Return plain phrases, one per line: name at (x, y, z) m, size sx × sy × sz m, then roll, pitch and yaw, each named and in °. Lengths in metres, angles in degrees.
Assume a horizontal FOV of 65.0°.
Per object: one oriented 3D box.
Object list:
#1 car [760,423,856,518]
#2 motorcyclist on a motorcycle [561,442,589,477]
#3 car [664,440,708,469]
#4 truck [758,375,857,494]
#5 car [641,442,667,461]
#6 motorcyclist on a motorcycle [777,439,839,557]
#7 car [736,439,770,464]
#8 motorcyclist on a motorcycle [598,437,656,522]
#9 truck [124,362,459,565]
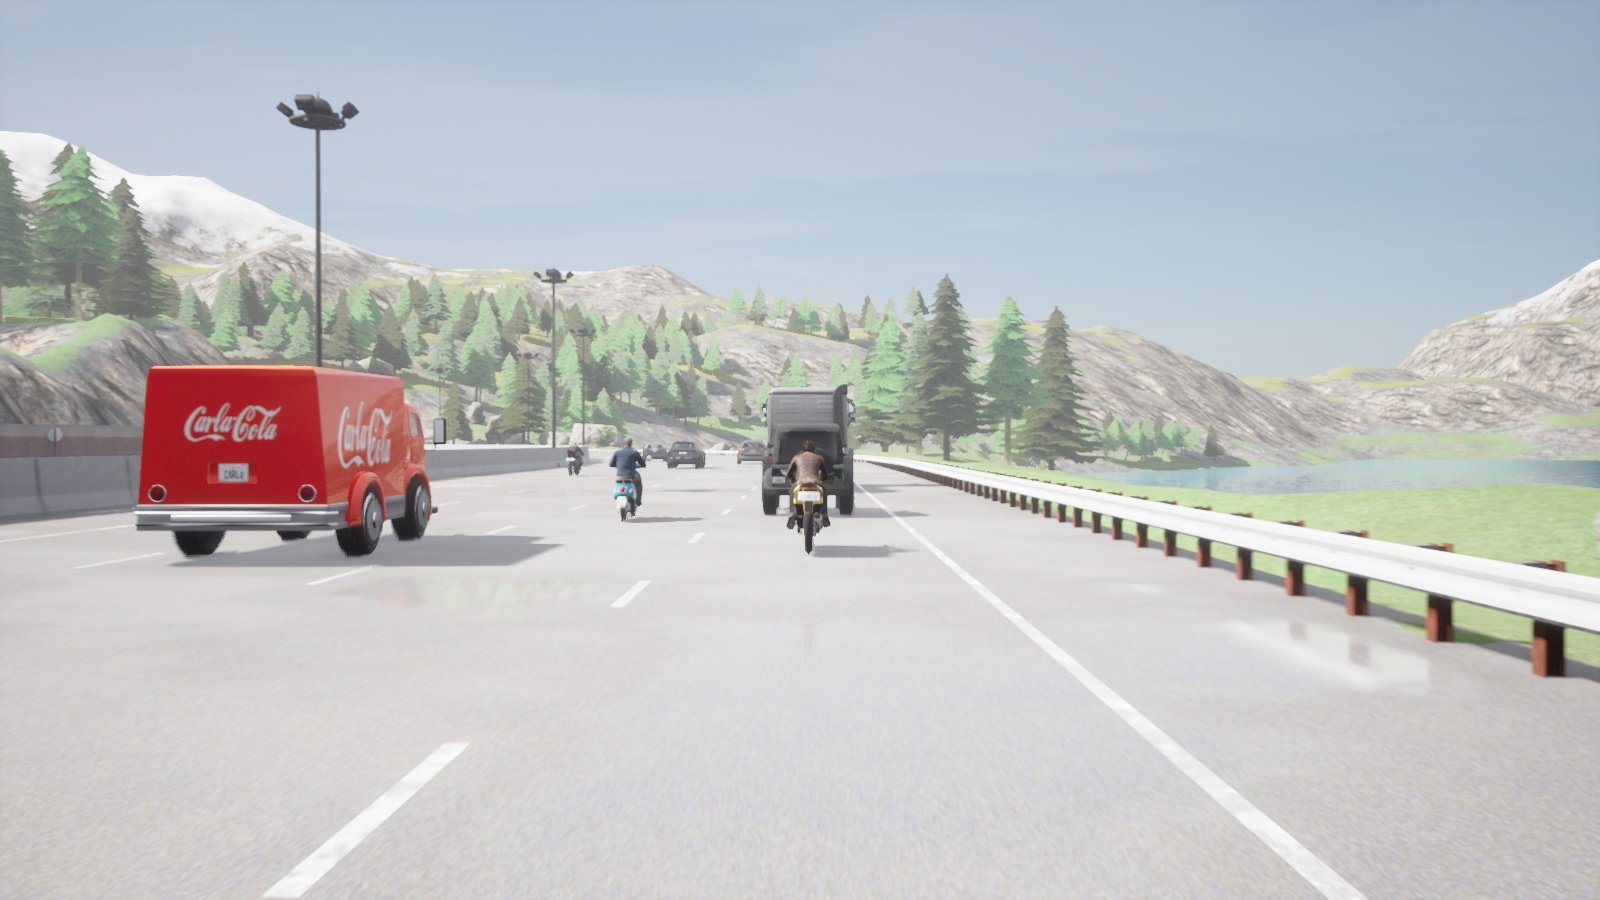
car at (0.167, 0.380, 26.815) m, size 1.905 × 1.878 × 3.866 m, roll 0°, pitch 1°, yaw 0°
motorcyclist on a motorcycle at (-10.164, 0.427, 56.702) m, size 0.866 × 1.530 × 2.191 m, roll 0°, pitch 0°, yaw 0°
car at (-6.573, 0.226, 72.877) m, size 2.033 × 1.649 × 4.856 m, roll 0°, pitch 0°, yaw 0°
truck at (0.245, -0.484, 40.700) m, size 2.891 × 3.462 × 7.936 m, roll 0°, pitch 0°, yaw 0°
car at (-11.311, 0.108, 97.307) m, size 1.970 × 1.475 × 3.806 m, roll 0°, pitch 0°, yaw -7°
motorcyclist on a motorcycle at (0.113, 0.623, 17.270) m, size 0.797 × 1.523 × 2.044 m, roll 0°, pitch 0°, yaw 0°
car at (-3.270, 0.060, 86.521) m, size 2.242 × 1.667 × 4.611 m, roll 0°, pitch 0°, yaw -3°
motorcyclist on a motorcycle at (-3.346, 0.548, 24.483) m, size 0.866 × 1.590 × 1.817 m, roll 0°, pitch 0°, yaw 0°
truck at (-6.884, 0.145, 17.860) m, size 2.627 × 2.467 × 5.204 m, roll 0°, pitch 0°, yaw 0°
